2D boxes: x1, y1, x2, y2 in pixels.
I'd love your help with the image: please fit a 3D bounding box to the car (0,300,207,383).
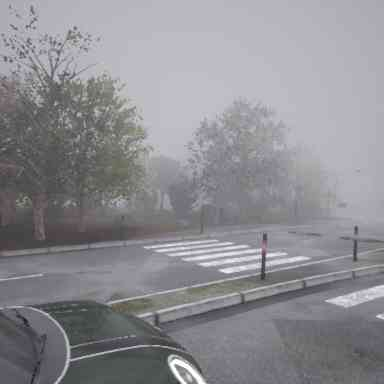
[{"bbox_3d":[-2.007,1.351,2.000,4.553,1.767,2.097,0,0,-35],"label":"car"}]
